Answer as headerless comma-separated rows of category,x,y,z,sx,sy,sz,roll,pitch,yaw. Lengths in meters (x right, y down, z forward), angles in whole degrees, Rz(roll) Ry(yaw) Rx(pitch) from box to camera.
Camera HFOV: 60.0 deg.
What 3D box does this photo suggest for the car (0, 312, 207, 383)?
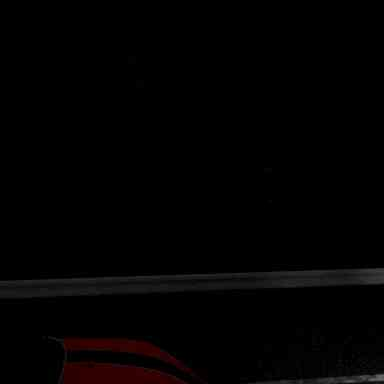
car,-1.886,1.352,1.627,4.553,1.767,2.097,0,0,-6
